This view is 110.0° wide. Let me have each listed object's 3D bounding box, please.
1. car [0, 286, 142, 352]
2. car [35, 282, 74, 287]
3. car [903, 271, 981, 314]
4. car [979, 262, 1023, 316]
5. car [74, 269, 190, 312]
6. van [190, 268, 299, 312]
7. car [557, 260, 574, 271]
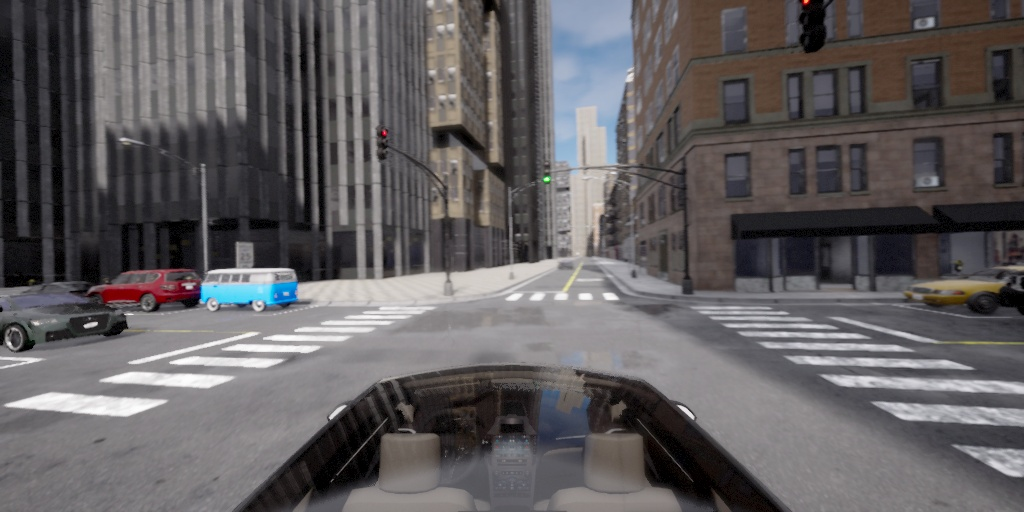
[{"bbox_3d":[-13.213,1.713,9.984,4.181,1.385,1.994,-2,0,11],"label":"car"},{"bbox_3d":[-22.538,1.970,17.873,4.313,1.339,1.948,0,0,11],"label":"car"},{"bbox_3d":[14.873,0.865,10.584,4.829,1.417,1.751,0,0,11],"label":"car"},{"bbox_3d":[14.857,0.562,7.758,5.566,2.045,2.150,-2,0,14],"label":"car"},{"bbox_3d":[-17.004,1.572,16.794,5.009,1.841,2.192,0,0,11],"label":"car"},{"bbox_3d":[-11.469,1.448,15.716,3.998,1.789,1.690,0,0,11],"label":"van"},{"bbox_3d":[7.125,1.164,47.203,1.994,1.385,4.181,-2,0,12],"label":"car"}]
